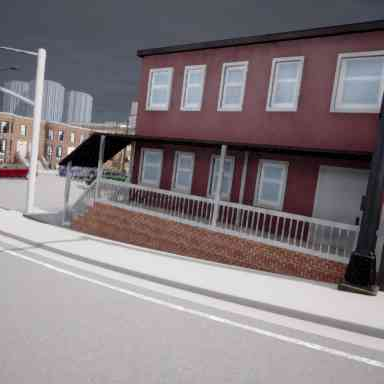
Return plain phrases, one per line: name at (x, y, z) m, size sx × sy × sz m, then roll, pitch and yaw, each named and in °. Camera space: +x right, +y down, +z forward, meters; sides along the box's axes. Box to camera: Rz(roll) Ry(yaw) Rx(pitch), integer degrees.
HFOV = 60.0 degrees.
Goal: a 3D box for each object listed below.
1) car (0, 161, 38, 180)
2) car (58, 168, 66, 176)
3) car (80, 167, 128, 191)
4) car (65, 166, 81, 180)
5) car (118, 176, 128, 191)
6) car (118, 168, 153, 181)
car at (-17.351, -2.058, 31.667) m, size 1.882 × 1.535 × 5.008 m, roll 10°, pitch 6°, yaw 35°
car at (-14.290, -2.570, 41.826) m, size 1.882 × 1.535 × 5.008 m, roll 10°, pitch 6°, yaw 36°
car at (-7.744, -1.248, 32.750) m, size 2.150 × 2.045 × 5.566 m, roll 10°, pitch 6°, yaw 35°
car at (-11.834, -2.040, 39.315) m, size 2.128 × 1.511 × 4.902 m, roll 10°, pitch 6°, yaw 35°
car at (-4.178, -0.408, 31.859) m, size 2.033 × 1.411 × 5.357 m, roll 10°, pitch 6°, yaw 35°
car at (-8.413, -2.549, 49.939) m, size 2.128 × 1.511 × 4.902 m, roll 10°, pitch 6°, yaw 36°
